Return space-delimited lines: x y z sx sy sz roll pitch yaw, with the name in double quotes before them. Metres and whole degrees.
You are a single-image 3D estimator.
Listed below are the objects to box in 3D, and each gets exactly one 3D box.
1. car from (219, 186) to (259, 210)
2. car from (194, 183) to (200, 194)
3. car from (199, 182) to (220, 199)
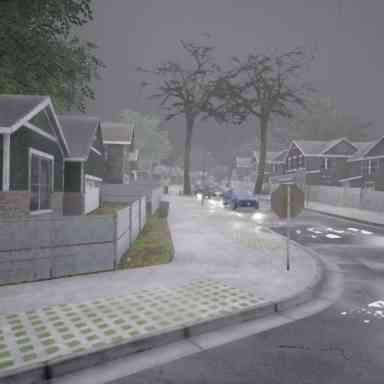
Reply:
"car" 3.741 0.480 25.921 1.882 1.535 5.008 1 2 -6
"car" 1.387 -0.581 48.187 2.128 1.511 4.902 1 3 -6
"car" 2.488 -0.074 37.664 2.128 1.511 4.902 1 3 -6
